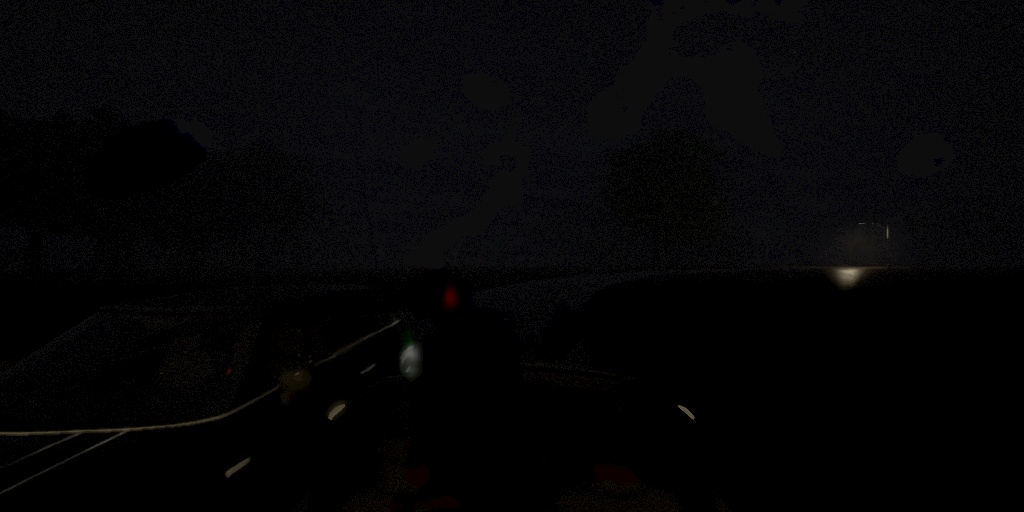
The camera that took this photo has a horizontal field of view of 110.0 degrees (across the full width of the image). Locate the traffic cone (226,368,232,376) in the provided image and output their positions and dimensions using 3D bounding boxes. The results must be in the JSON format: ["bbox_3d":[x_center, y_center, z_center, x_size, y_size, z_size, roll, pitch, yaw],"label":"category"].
[{"bbox_3d":[-4.343,1.673,5.417,0.340,0.580,0.340,0,0,4],"label":"traffic cone"}]

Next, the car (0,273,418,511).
[{"bbox_3d":[-2.332,1.078,2.793,2.097,1.767,4.553,1,0,3],"label":"car"}]

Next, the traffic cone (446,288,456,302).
[{"bbox_3d":[-2.678,1.714,15.700,0.340,0.580,0.340,0,0,14],"label":"traffic cone"}]
